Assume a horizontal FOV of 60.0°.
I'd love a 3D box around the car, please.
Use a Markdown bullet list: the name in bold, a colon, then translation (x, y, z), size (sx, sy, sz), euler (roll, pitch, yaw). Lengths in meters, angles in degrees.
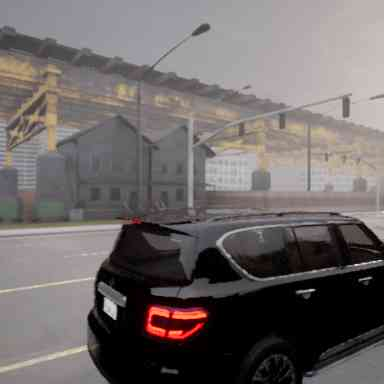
- **car**: translation (1.399, 1.247, 4.784), size (5.566, 2.045, 2.150), euler (1, 0, -35)
